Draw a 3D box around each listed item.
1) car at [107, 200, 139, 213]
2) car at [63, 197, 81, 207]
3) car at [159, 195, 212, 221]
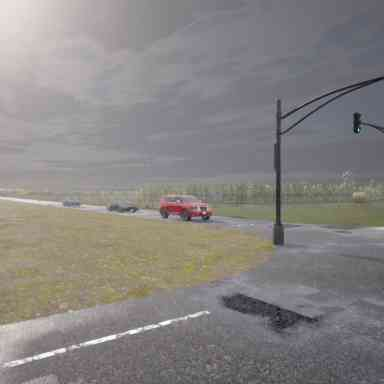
[{"bbox_3d":[-7.979,1.608,37.810,2.033,1.411,5.357,0,0,-36],"label":"car"},{"bbox_3d":[-19.285,1.600,53.492,1.837,1.490,4.892,0,-1,-35],"label":"car"},{"bbox_3d":[-0.670,1.256,27.755,2.150,2.045,5.566,0,0,-36],"label":"car"}]
